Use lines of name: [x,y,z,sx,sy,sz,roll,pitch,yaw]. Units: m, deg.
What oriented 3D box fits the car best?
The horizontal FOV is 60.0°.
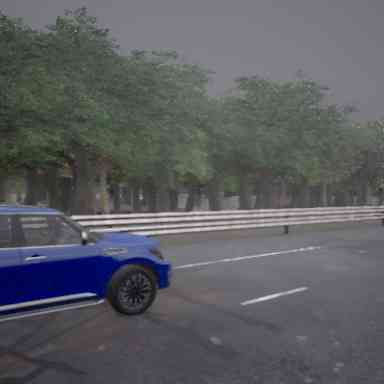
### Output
car: [-3.060,1.211,5.843,5.566,2.045,2.150,0,0,-35]
